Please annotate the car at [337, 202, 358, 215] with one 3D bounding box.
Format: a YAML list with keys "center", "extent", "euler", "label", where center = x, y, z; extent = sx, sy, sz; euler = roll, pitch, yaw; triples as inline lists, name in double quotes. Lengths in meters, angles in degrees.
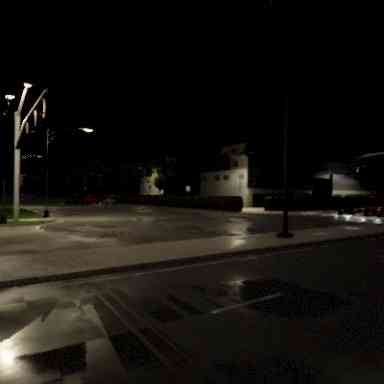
- center: [19.858, 1.994, 40.790]
  extent: [4.892, 1.490, 1.837]
  euler: [1, 0, -33]
  label: "car"

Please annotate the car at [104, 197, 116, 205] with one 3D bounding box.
- center: [-16.499, 1.807, 66.188]
  extent: [1.812, 1.442, 4.674]
  euler: [1, 0, -33]
  label: "car"

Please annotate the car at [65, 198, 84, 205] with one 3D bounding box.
- center: [-22.410, 1.758, 62.454]
  extent: [1.994, 1.385, 4.181]
  euler: [1, 0, -33]
  label: "car"

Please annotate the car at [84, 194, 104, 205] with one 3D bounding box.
- center: [-19.632, 1.459, 64.588]
  extent: [2.150, 2.045, 5.566]
  euler: [1, 0, -33]
  label: "car"

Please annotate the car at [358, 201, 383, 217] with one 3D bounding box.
- center: [21.361, 1.835, 37.597]
  extent: [4.553, 1.767, 2.097]
  euler: [1, 0, -34]
  label: "car"

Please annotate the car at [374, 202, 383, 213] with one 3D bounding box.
- center: [27.445, 2.095, 45.862]
  extent: [4.902, 1.511, 2.128]
  euler: [1, 0, -34]
  label: "car"
